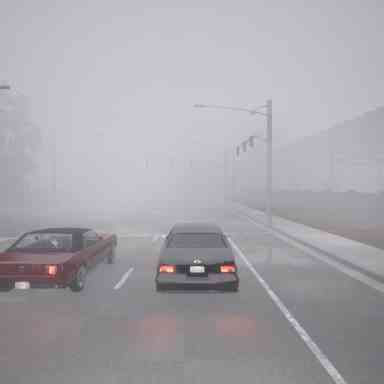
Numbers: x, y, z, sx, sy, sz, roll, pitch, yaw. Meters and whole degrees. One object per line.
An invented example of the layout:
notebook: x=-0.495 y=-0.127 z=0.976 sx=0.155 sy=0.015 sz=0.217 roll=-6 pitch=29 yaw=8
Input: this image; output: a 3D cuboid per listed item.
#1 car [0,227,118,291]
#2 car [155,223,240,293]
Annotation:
car: x=-3.386 y=1.597 z=8.927 sx=1.895 sy=1.301 sz=4.718 roll=0 pitch=0 yaw=1
car: x=0.104 y=1.547 z=8.977 sx=2.033 sy=1.411 sz=5.357 roll=0 pitch=0 yaw=0
